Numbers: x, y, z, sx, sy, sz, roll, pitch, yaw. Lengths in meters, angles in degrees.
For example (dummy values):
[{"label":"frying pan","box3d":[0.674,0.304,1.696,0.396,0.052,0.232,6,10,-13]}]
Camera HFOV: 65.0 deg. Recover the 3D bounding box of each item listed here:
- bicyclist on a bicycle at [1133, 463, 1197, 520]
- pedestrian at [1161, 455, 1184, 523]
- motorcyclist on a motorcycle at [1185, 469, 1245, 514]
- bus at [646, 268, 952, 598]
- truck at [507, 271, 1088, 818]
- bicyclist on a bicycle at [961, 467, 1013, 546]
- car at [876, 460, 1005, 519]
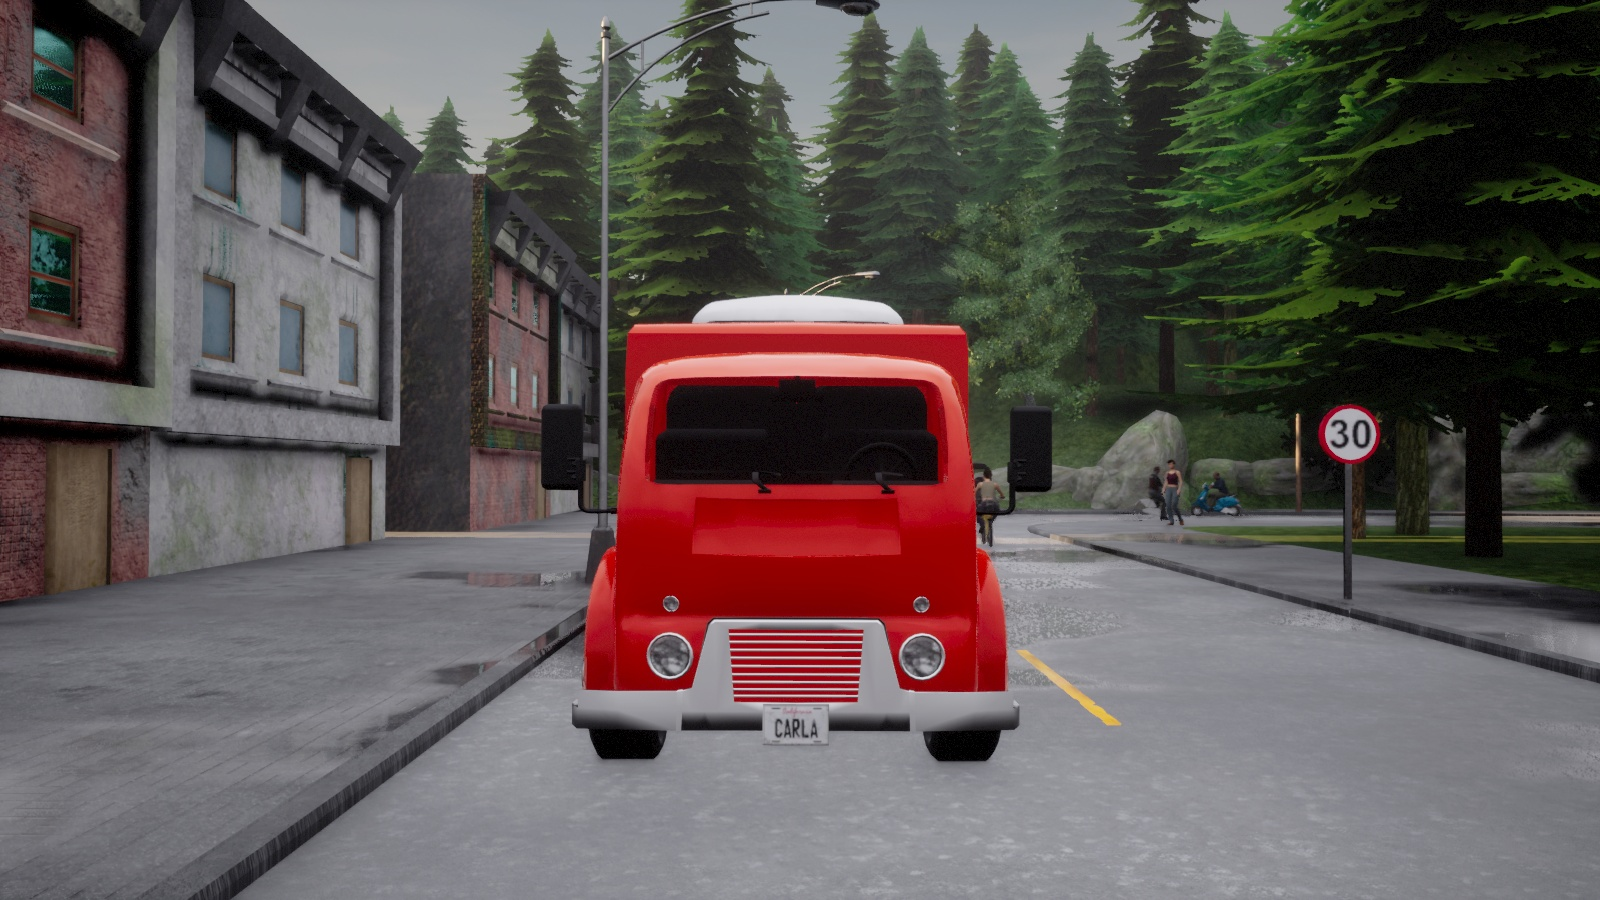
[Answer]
[{"label":"bicyclist on a bicycle","box3d":[11.597,1.307,39.892,1.843,1.776,0.659,0,0,-10]},{"label":"pedestrian","box3d":[10.189,1.059,34.343,0.594,1.836,0.345,1,-1,-44]},{"label":"motorcyclist on a motorcycle","box3d":[14.620,1.451,44.277,1.817,1.590,0.866,0,-1,-1]},{"label":"bus","box3d":[-0.092,-0.204,21.383,3.944,4.253,10.273,0,0,-1]},{"label":"truck","box3d":[-0.024,0.467,8.306,2.627,2.467,5.204,0,-1,0]},{"label":"bicyclist on a bicycle","box3d":[3.933,1.180,26.534,0.866,1.612,1.509,0,-1,0]},{"label":"car","box3d":[4.673,1.292,41.701,3.866,1.878,1.905,0,-1,-31]}]
